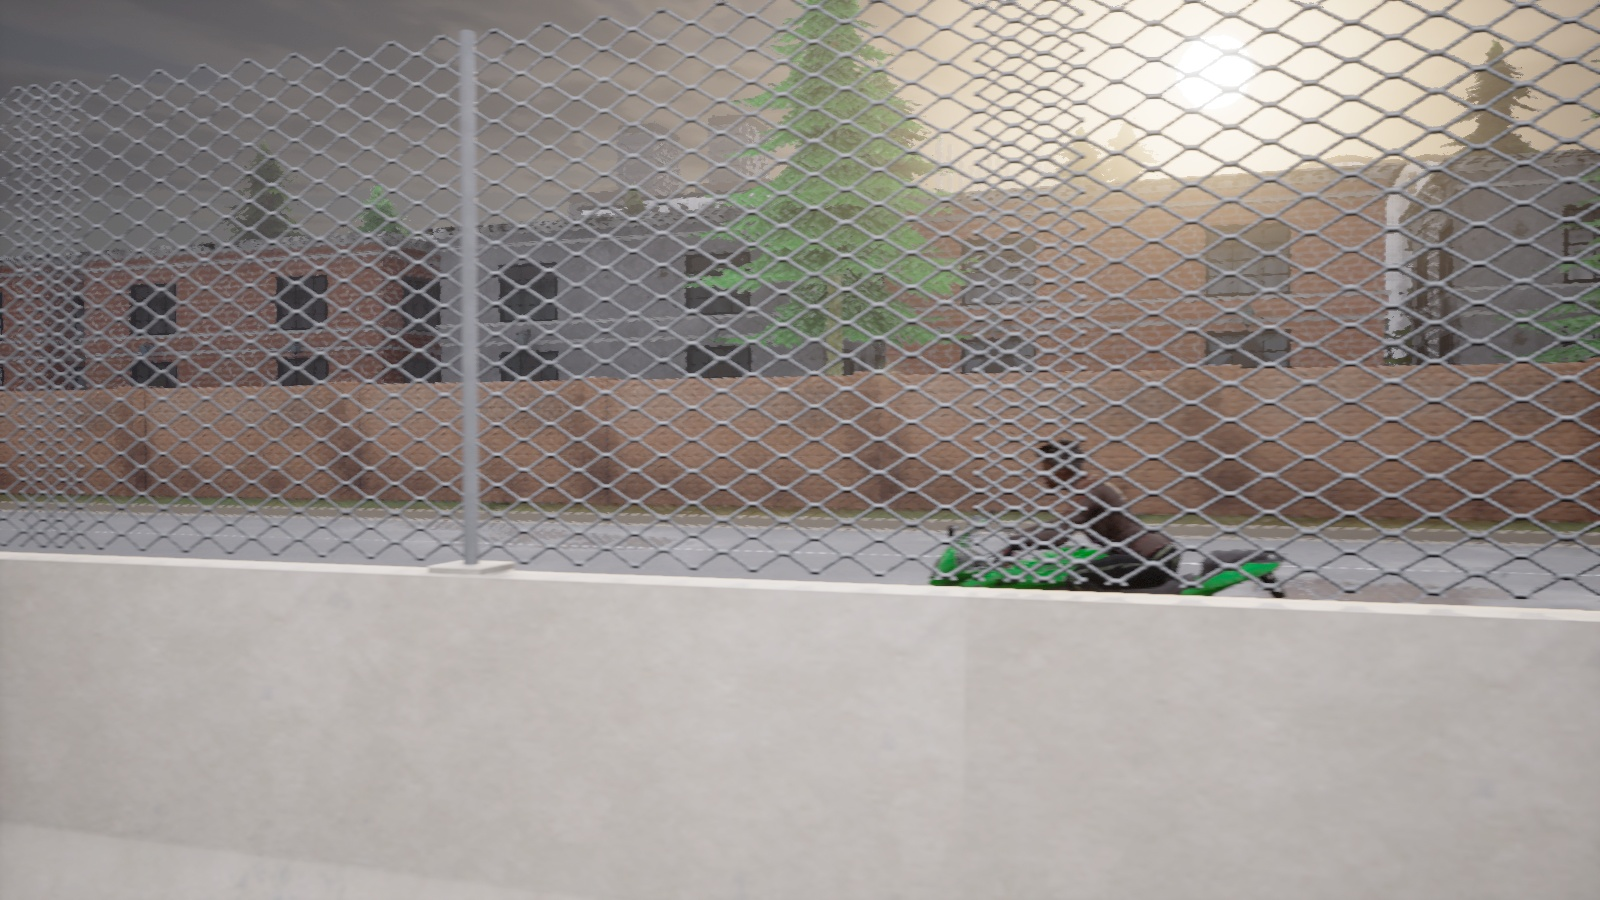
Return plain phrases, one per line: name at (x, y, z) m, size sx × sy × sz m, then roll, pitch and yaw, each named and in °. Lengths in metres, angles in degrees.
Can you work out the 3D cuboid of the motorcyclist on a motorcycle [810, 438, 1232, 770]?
motorcyclist on a motorcycle at (1.149, 0.709, 6.506) m, size 2.044 × 1.523 × 0.797 m, roll 0°, pitch 1°, yaw 18°
